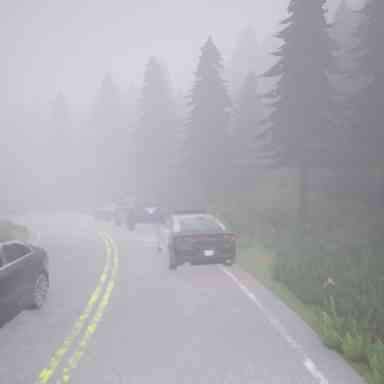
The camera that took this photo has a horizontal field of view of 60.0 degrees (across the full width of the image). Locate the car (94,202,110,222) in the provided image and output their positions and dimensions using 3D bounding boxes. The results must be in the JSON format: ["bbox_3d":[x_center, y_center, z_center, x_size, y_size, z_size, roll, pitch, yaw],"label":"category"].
[{"bbox_3d":[-6.456,1.546,26.794,1.812,1.442,4.674,-3,1,-32],"label":"car"}]

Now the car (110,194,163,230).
[{"bbox_3d":[-3.422,1.199,21.233,2.150,2.045,5.566,-2,1,-25],"label":"car"}]

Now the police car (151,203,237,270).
[{"bbox_3d":[-0.083,1.390,11.272,1.930,1.638,5.238,-1,0,-12],"label":"police car"}]

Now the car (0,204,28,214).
[{"bbox_3d":[-23.019,2.213,42.882,4.718,1.301,1.895,-2,2,43],"label":"car"}]

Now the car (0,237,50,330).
[{"bbox_3d":[-3.698,1.510,4.975,2.128,1.511,4.902,0,0,-5],"label":"car"}]
